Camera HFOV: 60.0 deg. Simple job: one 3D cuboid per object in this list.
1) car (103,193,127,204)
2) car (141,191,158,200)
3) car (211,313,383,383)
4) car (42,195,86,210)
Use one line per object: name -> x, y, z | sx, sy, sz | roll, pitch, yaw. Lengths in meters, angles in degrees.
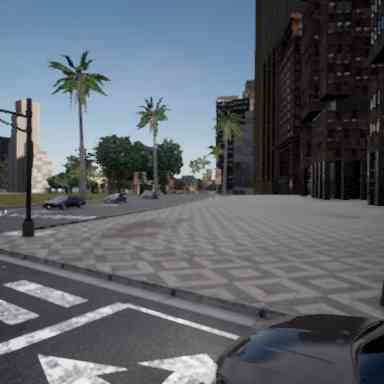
car -> -10.521, 0.885, 46.063 | 1.812, 1.442, 4.674 | 1, 1, 13
car -> -7.641, 0.526, 60.131 | 2.097, 1.767, 4.553 | 1, 1, 11
car -> 2.399, 1.515, 1.998 | 4.892, 1.490, 1.837 | 1, 0, 34
car -> -13.190, 1.049, 34.769 | 2.033, 1.411, 5.357 | 1, 1, 14
